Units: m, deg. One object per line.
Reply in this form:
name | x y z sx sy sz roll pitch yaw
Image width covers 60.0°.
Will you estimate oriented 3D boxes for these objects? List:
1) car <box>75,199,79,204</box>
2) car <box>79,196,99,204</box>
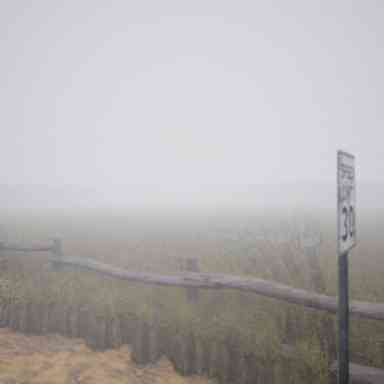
car | -17.688 1.530 55.191 1.837 1.490 4.892 -1 0 36
car | -15.171 1.799 53.377 1.895 1.301 4.718 -1 0 36
